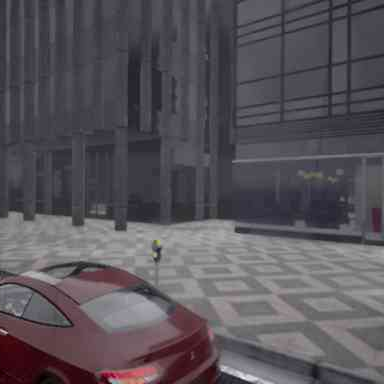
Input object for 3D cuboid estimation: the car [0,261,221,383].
[{"bbox_3d":[-1.649,1.553,4.139,4.206,1.307,1.802,1,0,35],"label":"car"}]
